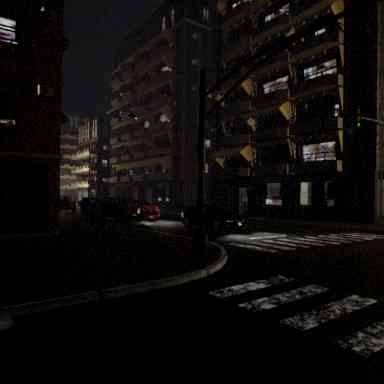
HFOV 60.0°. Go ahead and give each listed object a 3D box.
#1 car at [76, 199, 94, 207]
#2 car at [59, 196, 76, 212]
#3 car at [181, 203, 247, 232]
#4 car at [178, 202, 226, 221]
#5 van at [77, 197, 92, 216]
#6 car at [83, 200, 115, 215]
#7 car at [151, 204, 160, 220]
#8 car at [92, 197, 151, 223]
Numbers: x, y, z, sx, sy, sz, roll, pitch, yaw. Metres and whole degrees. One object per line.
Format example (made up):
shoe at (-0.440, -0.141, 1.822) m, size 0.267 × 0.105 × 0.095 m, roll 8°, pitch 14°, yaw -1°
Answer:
car at (-18.434, 1.868, 57.309) m, size 1.802 × 1.307 × 4.206 m, roll 1°, pitch -1°, yaw -35°
car at (-15.190, 1.369, 39.108) m, size 2.192 × 1.841 × 5.009 m, roll 1°, pitch -1°, yaw -35°
car at (1.214, 1.527, 20.273) m, size 1.837 × 1.490 × 4.892 m, roll 1°, pitch -1°, yaw -36°
car at (0.806, 1.686, 30.151) m, size 1.752 × 1.417 × 4.829 m, roll 1°, pitch -1°, yaw -35°
van at (-8.745, 1.355, 30.008) m, size 1.690 × 1.788 × 3.998 m, roll 1°, pitch -1°, yaw -35°
car at (-10.231, 1.651, 36.379) m, size 1.994 × 1.385 × 4.181 m, roll 1°, pitch -1°, yaw -35°
car at (-4.519, 1.405, 28.315) m, size 2.097 × 1.767 × 4.553 m, roll 1°, pitch -1°, yaw -35°
car at (-5.521, 1.310, 25.459) m, size 2.192 × 1.841 × 5.009 m, roll 1°, pitch -1°, yaw -35°
